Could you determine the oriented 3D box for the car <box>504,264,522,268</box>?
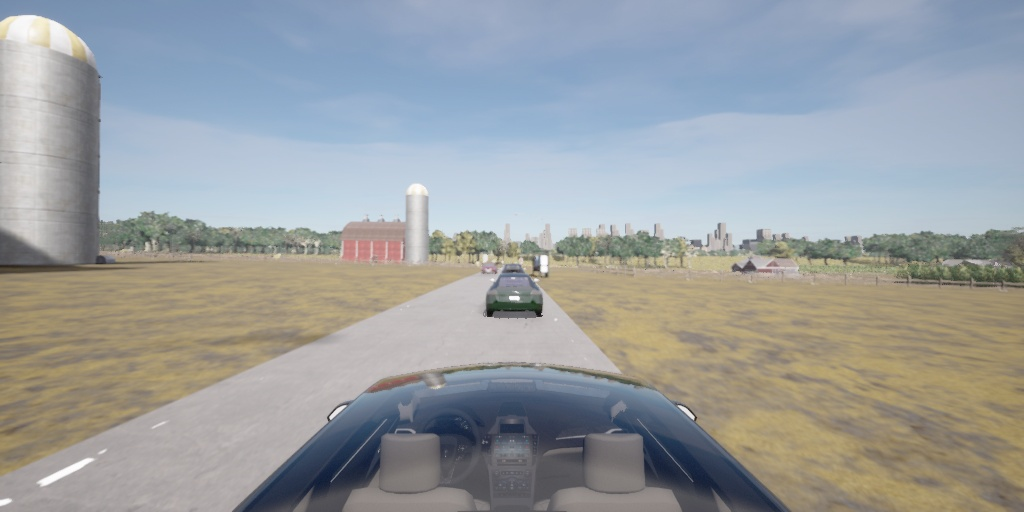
[{"bbox_3d":[0.087,1.358,28.956,1.837,1.490,4.892,0,0,0],"label":"car"}]

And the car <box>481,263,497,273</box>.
[{"bbox_3d":[-2.832,1.561,45.405,1.812,1.442,4.674,0,-1,0],"label":"car"}]

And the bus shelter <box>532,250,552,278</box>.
[{"bbox_3d":[3.126,0.811,37.461,1.920,2.740,3.880,0,0,0],"label":"bus shelter"}]

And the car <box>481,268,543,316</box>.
[{"bbox_3d":[0.085,1.328,13.535,1.994,1.385,4.181,0,0,0],"label":"car"}]
